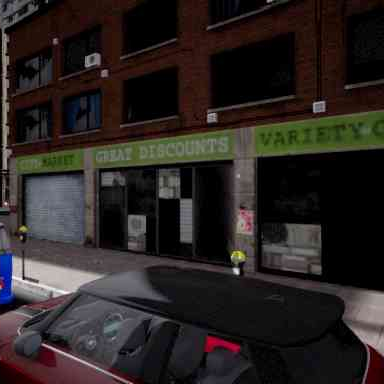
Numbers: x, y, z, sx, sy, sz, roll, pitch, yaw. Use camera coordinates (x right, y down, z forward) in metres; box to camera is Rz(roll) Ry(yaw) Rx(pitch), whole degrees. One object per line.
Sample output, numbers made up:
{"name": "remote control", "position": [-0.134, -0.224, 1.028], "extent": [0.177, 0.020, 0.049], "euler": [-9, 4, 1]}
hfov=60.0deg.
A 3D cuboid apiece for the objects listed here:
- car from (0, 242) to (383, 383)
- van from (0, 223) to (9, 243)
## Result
{"name": "car", "position": [-0.453, 1.440, 3.050], "extent": [4.097, 1.590, 1.967], "euler": [0, 0, 36]}
{"name": "van", "position": [-5.084, 1.343, 6.357], "extent": [3.998, 1.788, 1.690], "euler": [0, 0, 36]}
